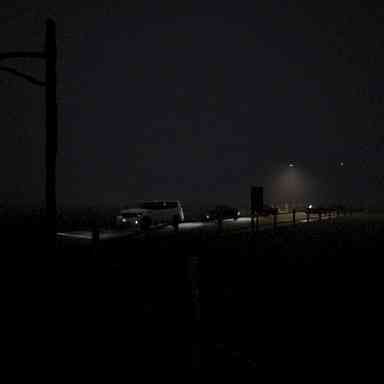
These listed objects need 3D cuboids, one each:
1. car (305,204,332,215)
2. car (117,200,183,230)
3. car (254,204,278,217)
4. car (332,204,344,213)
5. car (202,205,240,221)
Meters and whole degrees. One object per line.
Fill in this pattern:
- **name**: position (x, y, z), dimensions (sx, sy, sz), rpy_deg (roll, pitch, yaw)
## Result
- **car**: position (17.166, 2.483, 45.761), dimensions (2.033, 1.411, 5.357), rpy_deg (0, -1, 36)
- **car**: position (-2.917, 1.608, 24.590), dimensions (2.150, 2.045, 5.566), rpy_deg (0, -1, 36)
- **car**: position (8.936, 2.265, 40.752), dimensions (2.128, 1.511, 4.902), rpy_deg (0, -1, 36)
- **car**: position (23.361, 2.670, 54.192), dimensions (1.812, 1.442, 4.674), rpy_deg (0, -1, 37)
- **car**: position (2.902, 2.067, 32.525), dimensions (2.128, 1.511, 4.902), rpy_deg (0, -1, 36)
